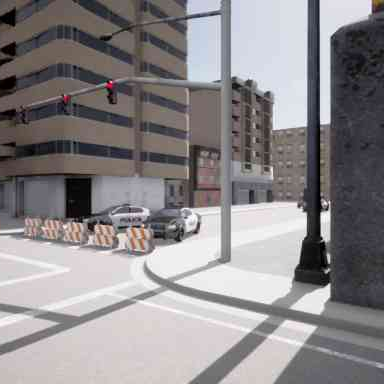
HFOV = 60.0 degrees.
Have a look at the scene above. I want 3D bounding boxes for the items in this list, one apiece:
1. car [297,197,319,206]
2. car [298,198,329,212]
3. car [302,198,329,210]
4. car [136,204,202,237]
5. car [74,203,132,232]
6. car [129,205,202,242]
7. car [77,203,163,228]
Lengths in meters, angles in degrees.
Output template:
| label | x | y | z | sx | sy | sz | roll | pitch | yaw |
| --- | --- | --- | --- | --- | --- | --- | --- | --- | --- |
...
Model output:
| label | x | y | z | sx | sy | sz | roll | pitch | yaw |
| --- | --- | --- | --- | --- | --- | --- | --- | --- | --- |
| car | 16.529 | 1.295 | 47.308 | 1.853 | 1.218 | 4.536 | 0 | 0 | 36 |
| car | 14.294 | 1.453 | 38.347 | 2.038 | 1.542 | 4.974 | 0 | 0 | 36 |
| car | 14.324 | 1.295 | 38.389 | 1.853 | 1.218 | 4.536 | 0 | 0 | 36 |
| car | -0.960 | 1.295 | 16.616 | 1.853 | 1.218 | 4.536 | 0 | 0 | 16 |
| car | -4.167 | 1.453 | 19.250 | 4.974 | 1.542 | 2.038 | 0 | 0 | -29 |
| car | -0.974 | 1.453 | 16.566 | 2.038 | 1.542 | 4.974 | 0 | 0 | 16 |
| car | -4.122 | 1.295 | 19.276 | 4.536 | 1.218 | 1.853 | 0 | 0 | -29 |
